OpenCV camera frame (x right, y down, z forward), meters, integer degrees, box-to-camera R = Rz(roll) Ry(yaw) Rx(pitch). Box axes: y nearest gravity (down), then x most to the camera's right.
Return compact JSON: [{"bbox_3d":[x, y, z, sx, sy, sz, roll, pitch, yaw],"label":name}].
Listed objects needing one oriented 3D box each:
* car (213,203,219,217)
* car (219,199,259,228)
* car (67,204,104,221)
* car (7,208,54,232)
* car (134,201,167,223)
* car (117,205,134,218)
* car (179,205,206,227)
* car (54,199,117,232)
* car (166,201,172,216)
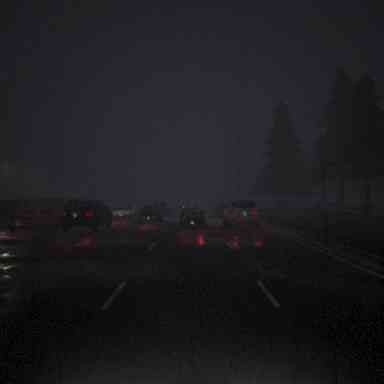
[{"bbox_3d":[3.445,1.945,37.093,1.812,1.442,4.674,0,-1,0],"label":"car"},{"bbox_3d":[3.465,1.496,24.442,2.150,2.045,5.566,0,0,0],"label":"car"},{"bbox_3d":[-10.563,1.984,33.451,2.033,1.411,5.357,0,-1,0],"label":"car"},{"bbox_3d":[-10.466,1.786,22.507,1.882,1.535,5.008,0,-1,0],"label":"car"},{"bbox_3d":[-3.489,1.860,28.964,1.837,1.490,4.892,0,0,0],"label":"car"},{"bbox_3d":[-7.051,2.042,35.096,1.895,1.301,4.718,0,-1,0],"label":"car"},{"bbox_3d":[0.025,1.897,25.280,1.895,1.301,4.718,0,-1,0],"label":"car"},{"bbox_3d":[-7.032,1.519,22.730,2.150,2.045,5.566,0,0,0],"label":"car"},{"bbox_3d":[-3.524,1.823,39.058,2.097,1.767,4.553,0,-1,0],"label":"car"}]
